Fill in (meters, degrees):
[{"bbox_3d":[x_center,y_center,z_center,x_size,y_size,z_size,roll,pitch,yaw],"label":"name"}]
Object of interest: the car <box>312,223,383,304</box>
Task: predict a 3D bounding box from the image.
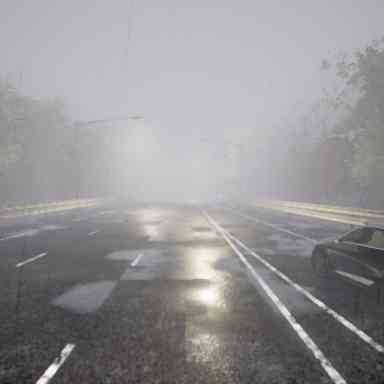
[{"bbox_3d":[4.318,1.422,7.062,2.033,1.649,4.856,0,0,-4],"label":"car"}]
